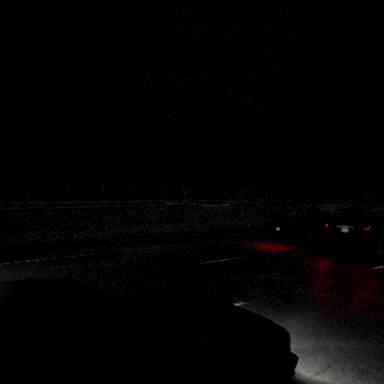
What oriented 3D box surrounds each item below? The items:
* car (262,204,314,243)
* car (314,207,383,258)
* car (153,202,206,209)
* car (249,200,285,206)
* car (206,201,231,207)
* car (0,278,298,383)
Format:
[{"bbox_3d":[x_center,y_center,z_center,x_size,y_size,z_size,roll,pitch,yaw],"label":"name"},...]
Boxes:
[{"bbox_3d":[5.937,1.533,16.583,5.008,1.535,1.882,0,0,-36],"label":"car"},{"bbox_3d":[7.234,1.403,13.208,4.553,1.767,2.097,0,0,-36],"label":"car"},{"bbox_3d":[-1.704,1.524,24.273,5.008,1.535,1.882,1,0,-36],"label":"car"},{"bbox_3d":[9.235,1.689,40.626,5.357,1.411,2.033,0,0,-35],"label":"car"},{"bbox_3d":[2.352,1.712,40.047,4.718,1.301,1.895,0,0,-35],"label":"car"},{"bbox_3d":[-1.449,1.547,2.835,5.357,1.411,2.033,0,0,-36],"label":"car"}]
